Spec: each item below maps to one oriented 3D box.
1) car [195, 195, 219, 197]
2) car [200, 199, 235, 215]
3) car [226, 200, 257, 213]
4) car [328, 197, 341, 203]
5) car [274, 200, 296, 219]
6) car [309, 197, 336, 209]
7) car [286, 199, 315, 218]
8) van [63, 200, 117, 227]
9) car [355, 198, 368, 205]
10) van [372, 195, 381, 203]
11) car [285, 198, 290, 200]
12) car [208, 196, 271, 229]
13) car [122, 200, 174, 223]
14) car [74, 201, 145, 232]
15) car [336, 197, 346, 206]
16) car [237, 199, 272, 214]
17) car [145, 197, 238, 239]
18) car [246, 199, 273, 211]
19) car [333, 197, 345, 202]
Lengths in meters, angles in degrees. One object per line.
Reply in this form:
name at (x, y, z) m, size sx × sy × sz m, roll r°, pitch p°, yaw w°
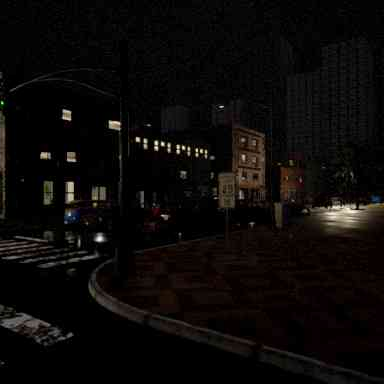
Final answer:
car at (1.117, 1.315, 29.184) m, size 2.150 × 2.045 × 5.566 m, roll 0°, pitch 0°, yaw 35°
car at (2.877, 1.569, 36.155) m, size 1.967 × 1.590 × 4.097 m, roll -1°, pitch -1°, yaw 35°
car at (6.070, 1.700, 40.661) m, size 2.008 × 1.369 × 4.403 m, roll -1°, pitch -1°, yaw 35°
car at (34.805, 1.914, 81.233) m, size 2.008 × 1.369 × 4.403 m, roll -1°, pitch -1°, yaw 35°
car at (6.525, 1.616, 26.804) m, size 1.887 × 1.381 × 4.507 m, roll -1°, pitch -1°, yaw 35°
car at (19.485, 1.536, 49.578) m, size 2.097 × 1.767 × 4.553 m, roll 0°, pitch 0°, yaw 35°
car at (9.718, 1.657, 31.313) m, size 1.947 × 1.339 × 4.313 m, roll -1°, pitch -1°, yaw 35°
van at (-6.701, 1.413, 22.631) m, size 1.690 × 1.788 × 3.998 m, roll -1°, pitch 0°, yaw 35°
car at (32.067, 1.801, 62.868) m, size 2.008 × 1.369 × 4.403 m, roll -1°, pitch -1°, yaw 35°
van at (44.837, 1.694, 80.903) m, size 1.690 × 1.788 × 3.998 m, roll -1°, pitch -1°, yaw 35°
car at (15.549, 1.741, 54.046) m, size 1.752 × 1.417 × 4.829 m, roll -1°, pitch -1°, yaw 35°
car at (3.331, 1.367, 22.298) m, size 2.192 × 1.841 × 5.009 m, roll -1°, pitch -1°, yaw 35°
car at (-3.509, 1.530, 27.138) m, size 1.967 × 1.590 × 4.097 m, roll -1°, pitch -1°, yaw 35°
car at (-4.584, 1.538, 21.137) m, size 1.882 × 1.535 × 5.008 m, roll 0°, pitch 0°, yaw 35°
car at (25.356, 1.828, 57.867) m, size 1.895 × 1.301 × 4.718 m, roll 0°, pitch 0°, yaw 36°
car at (7.159, 1.609, 37.694) m, size 1.882 × 1.535 × 5.008 m, roll 0°, pitch 0°, yaw 36°
car at (0.138, 1.349, 17.790) m, size 2.192 × 1.841 × 5.009 m, roll -1°, pitch -1°, yaw 35°
car at (9.263, 1.722, 45.169) m, size 2.008 × 1.369 × 4.403 m, roll -1°, pitch -1°, yaw 35°
car at (37.998, 1.935, 85.741) m, size 1.887 × 1.381 × 4.507 m, roll -1°, pitch -1°, yaw 35°
